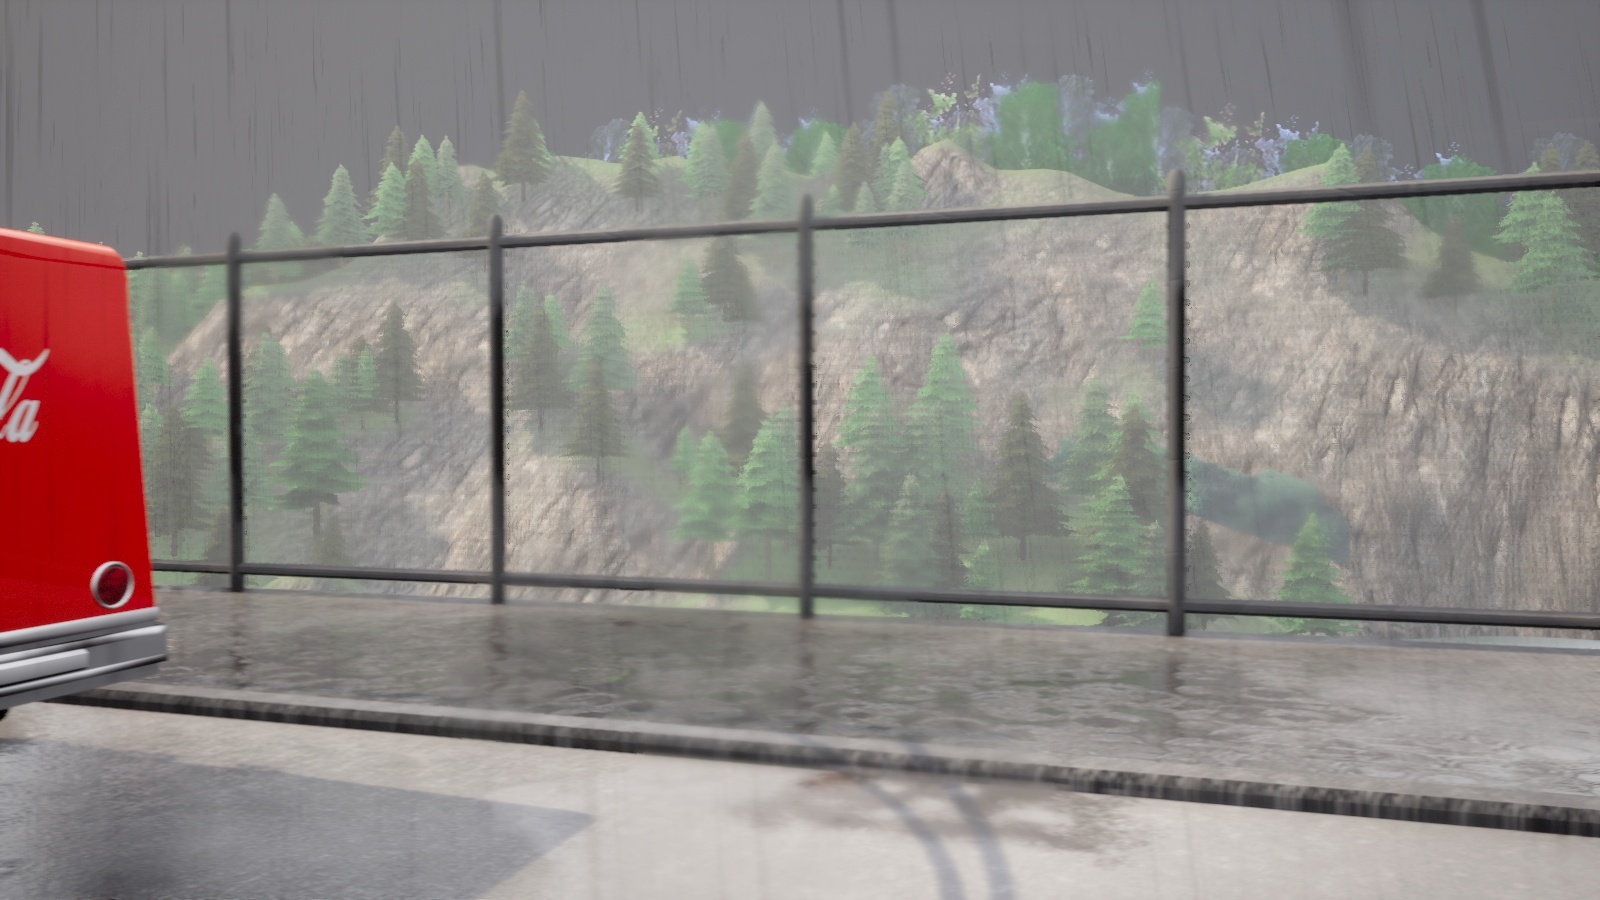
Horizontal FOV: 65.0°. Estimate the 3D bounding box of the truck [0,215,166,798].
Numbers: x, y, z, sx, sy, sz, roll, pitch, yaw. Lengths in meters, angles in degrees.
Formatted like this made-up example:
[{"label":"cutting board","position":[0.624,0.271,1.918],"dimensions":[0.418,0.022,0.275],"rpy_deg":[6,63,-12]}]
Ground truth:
[{"label":"truck","position":[-5.994,0.225,5.730],"dimensions":[5.204,2.467,2.627],"rpy_deg":[1,1,19]}]
